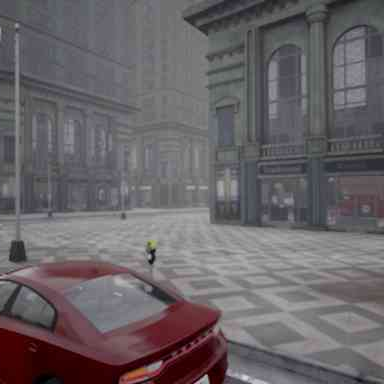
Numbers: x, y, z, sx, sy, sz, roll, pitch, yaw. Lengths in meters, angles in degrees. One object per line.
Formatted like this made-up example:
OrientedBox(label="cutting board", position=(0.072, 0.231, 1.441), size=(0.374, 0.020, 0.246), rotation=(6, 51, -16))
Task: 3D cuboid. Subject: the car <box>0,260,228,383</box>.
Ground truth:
OrientedBox(label="car", position=(-1.733, 1.563, 4.226), size=(4.507, 1.381, 1.887), rotation=(0, 0, 36))
